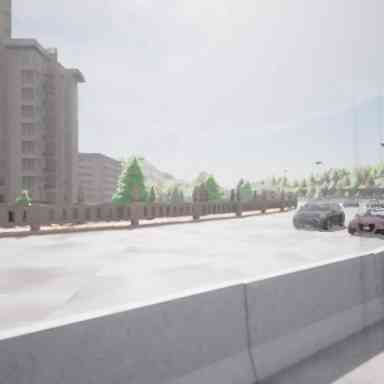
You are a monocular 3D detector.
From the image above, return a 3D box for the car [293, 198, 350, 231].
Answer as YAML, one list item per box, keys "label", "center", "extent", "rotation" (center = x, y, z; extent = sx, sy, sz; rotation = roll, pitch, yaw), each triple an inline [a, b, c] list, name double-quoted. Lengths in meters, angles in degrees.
- label: "car"
  center: [8.350, 1.472, 21.625]
  extent: [2.097, 1.767, 4.553]
  rotation: [0, -1, 41]

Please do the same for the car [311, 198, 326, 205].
- label: "car"
  center: [26.266, 1.957, 69.142]
  extent: [1.837, 1.490, 4.892]
  rotation: [0, -1, 9]

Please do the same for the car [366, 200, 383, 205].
- label: "car"
  center: [30.551, 1.974, 55.341]
  extent: [1.895, 1.301, 4.718]
  rotation: [0, -1, 16]

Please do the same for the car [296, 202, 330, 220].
- label: "car"
  center: [11.484, 1.703, 31.243]
  extent: [1.837, 1.490, 4.892]
  rotation: [0, 0, 35]

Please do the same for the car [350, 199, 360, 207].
- label: "car"
  center: [27.489, 1.977, 57.340]
  extent: [1.994, 1.385, 4.181]
  rotation: [0, -1, 16]

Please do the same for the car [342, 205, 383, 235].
- label: "car"
  center: [10.155, 1.659, 18.380]
  extent: [1.994, 1.385, 4.181]
  rotation: [0, -1, 41]
